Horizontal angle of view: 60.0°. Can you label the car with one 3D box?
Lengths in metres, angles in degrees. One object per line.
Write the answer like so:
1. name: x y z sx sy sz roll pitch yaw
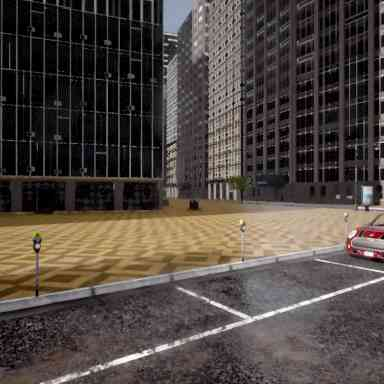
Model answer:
1. car: 7.229 1.437 11.701 4.097 1.590 1.967 0 0 -35
